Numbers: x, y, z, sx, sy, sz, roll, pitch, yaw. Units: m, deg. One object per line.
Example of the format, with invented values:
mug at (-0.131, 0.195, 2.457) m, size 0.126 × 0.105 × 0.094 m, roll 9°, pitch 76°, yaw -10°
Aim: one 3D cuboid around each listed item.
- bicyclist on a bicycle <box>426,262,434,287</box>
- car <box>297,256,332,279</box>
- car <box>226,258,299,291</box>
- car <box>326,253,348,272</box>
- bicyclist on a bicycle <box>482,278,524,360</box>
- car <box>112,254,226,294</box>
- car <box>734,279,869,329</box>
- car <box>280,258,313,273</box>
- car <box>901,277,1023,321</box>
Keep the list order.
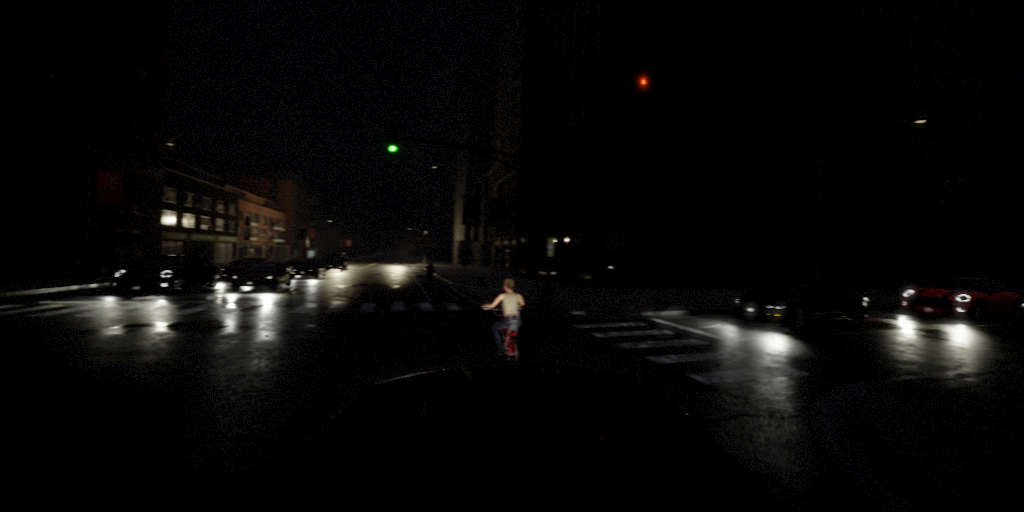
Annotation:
bicyclist on a bicycle at (-5.442, 1.228, 23.918) m, size 0.582 × 1.620 × 1.656 m, roll 2°, pitch -1°, yaw -17°
car at (-16.301, 0.979, 28.986) m, size 1.837 × 1.490 × 4.892 m, roll 2°, pitch -1°, yaw -17°
car at (-13.259, 1.011, 19.318) m, size 1.812 × 1.442 × 4.674 m, roll 2°, pitch -1°, yaw -19°
car at (-19.847, 0.679, 40.315) m, size 2.150 × 2.045 × 5.566 m, roll 2°, pitch 0°, yaw -17°
bicyclist on a bicycle at (-0.109, 1.220, 6.875) m, size 0.866 × 1.612 × 1.509 m, roll 2°, pitch 0°, yaw -17°
car at (-15.919, 0.730, 16.797) m, size 2.097 × 1.767 × 4.553 m, roll 2°, pitch -1°, yaw -16°
car at (10.065, 1.573, 12.471) m, size 4.892 × 1.490 × 1.837 m, roll 2°, pitch 1°, yaw -19°
car at (-22.319, 0.919, 37.338) m, size 1.994 × 1.385 × 4.181 m, roll 2°, pitch -1°, yaw -17°
car at (19.254, 1.702, 15.382) m, size 4.553 × 1.767 × 2.097 m, roll 2°, pitch 1°, yaw -18°
